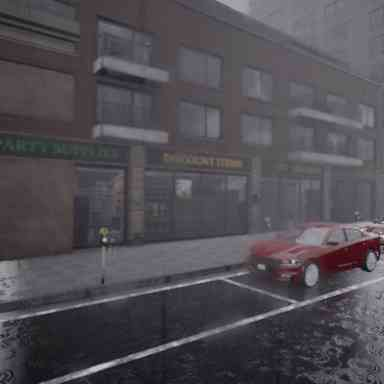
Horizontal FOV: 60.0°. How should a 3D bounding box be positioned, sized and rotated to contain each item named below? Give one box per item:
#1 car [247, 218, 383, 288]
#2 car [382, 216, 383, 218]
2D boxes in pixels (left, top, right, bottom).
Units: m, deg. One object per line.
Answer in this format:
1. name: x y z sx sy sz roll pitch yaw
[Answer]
1. car: 3.496 1.546 9.255 4.507 1.381 1.887 0 1 -36
2. car: 7.956 1.445 12.443 4.097 1.590 1.967 0 1 -36
